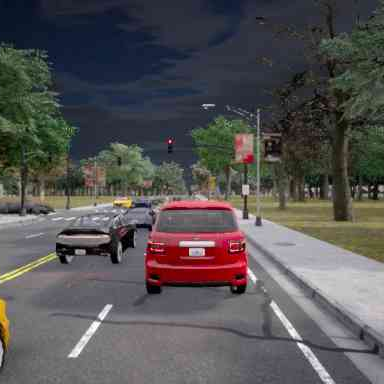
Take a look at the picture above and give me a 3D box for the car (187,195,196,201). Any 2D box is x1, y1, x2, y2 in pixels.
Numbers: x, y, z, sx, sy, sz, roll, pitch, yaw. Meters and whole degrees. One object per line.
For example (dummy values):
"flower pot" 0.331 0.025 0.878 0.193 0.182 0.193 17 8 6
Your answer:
"car" -0.129 1.480 86.767 2.128 1.511 4.902 0 0 0

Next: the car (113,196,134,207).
"car" -9.908 1.501 47.462 1.882 1.535 5.008 0 0 0

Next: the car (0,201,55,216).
"car" -16.100 1.545 32.018 5.357 1.411 2.033 0 0 6

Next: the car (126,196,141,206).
"car" -9.916 1.537 56.761 1.837 1.490 4.892 0 0 0

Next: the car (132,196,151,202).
"car" -6.666 1.623 46.020 1.895 1.301 4.718 0 0 0

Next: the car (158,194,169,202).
"car" -6.615 1.379 77.238 2.097 1.767 4.553 0 0 0

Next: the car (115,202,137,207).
"car" -3.180 1.570 20.510 1.994 1.385 4.181 0 0 0

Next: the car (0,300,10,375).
"car" -3.153 1.478 2.069 1.882 1.535 5.008 0 0 0

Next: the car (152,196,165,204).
"car" -6.631 1.592 66.036 2.033 1.411 5.357 0 0 0

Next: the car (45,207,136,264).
"car" -3.165 1.494 11.846 2.128 1.511 4.902 0 0 0

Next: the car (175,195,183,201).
"car" -3.380 1.550 86.792 1.895 1.301 4.718 0 0 0

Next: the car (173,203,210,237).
"car" -0.027 1.483 19.252 1.882 1.535 5.008 0 0 0

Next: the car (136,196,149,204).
"car" -9.871 1.550 66.760 1.837 1.490 4.892 0 0 0

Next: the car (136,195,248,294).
"car" 0.088 1.223 8.935 2.150 2.045 5.566 0 0 0

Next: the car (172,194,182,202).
"car" -3.364 1.415 76.733 2.097 1.767 4.553 0 0 0

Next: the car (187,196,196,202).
"car" -0.114 1.599 76.351 2.033 1.411 5.357 0 0 0
